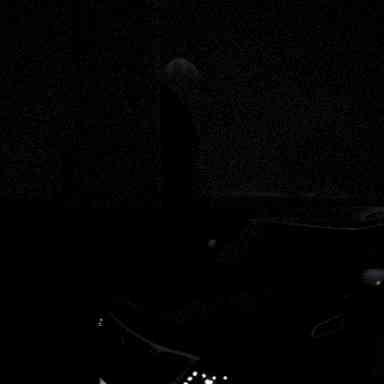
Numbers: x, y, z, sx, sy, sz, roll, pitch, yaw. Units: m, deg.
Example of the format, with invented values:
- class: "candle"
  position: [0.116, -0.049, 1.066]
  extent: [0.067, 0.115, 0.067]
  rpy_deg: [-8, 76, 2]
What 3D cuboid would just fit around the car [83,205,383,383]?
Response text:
- class: "car"
  position: [1.593, 1.220, 4.183]
  extent: [5.566, 2.045, 2.150]
  rpy_deg: [0, 0, -35]
